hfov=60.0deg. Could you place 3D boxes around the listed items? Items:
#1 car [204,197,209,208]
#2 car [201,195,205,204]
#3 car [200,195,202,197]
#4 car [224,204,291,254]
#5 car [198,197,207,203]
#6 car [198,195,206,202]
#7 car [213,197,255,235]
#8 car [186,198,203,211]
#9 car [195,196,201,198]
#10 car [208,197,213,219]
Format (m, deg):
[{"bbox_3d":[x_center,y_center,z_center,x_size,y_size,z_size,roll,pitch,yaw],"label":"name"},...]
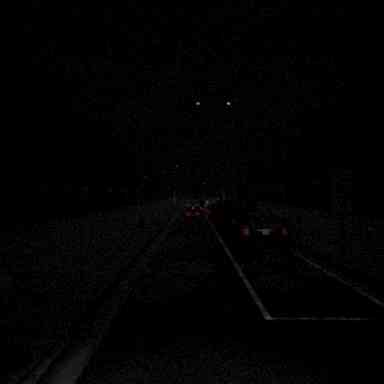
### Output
[{"bbox_3d":[3.029,1.648,45.196,1.801,1.575,5.366,0,0,0],"label":"car"},{"bbox_3d":[2.992,1.581,51.977,2.097,1.767,4.553,0,0,0],"label":"car"},{"bbox_3d":[2.632,1.893,67.829,1.802,1.307,4.206,0,0,0],"label":"car"},{"bbox_3d":[2.634,1.499,13.807,1.967,1.590,4.097,0,0,0],"label":"car"},{"bbox_3d":[2.631,1.978,84.036,1.947,1.339,4.313,0,0,0],"label":"car"},{"bbox_3d":[2.629,1.763,89.440,2.192,1.841,5.009,0,0,0],"label":"car"},{"bbox_3d":[2.633,1.393,19.209,2.192,1.841,5.009,0,0,0],"label":"car"},{"bbox_3d":[0.110,1.773,44.264,1.895,1.301,4.718,0,0,0],"label":"car"},{"bbox_3d":[0.099,1.781,53.055,1.994,1.385,4.181,0,0,0],"label":"car"},{"bbox_3d":[2.633,1.413,24.612,2.192,1.841,5.009,0,0,0],"label":"car"}]
